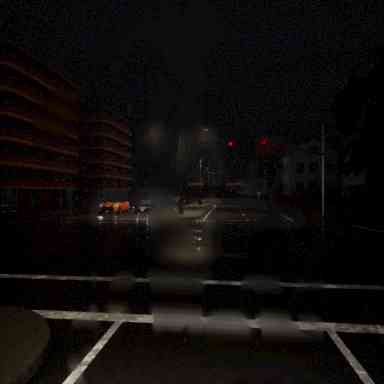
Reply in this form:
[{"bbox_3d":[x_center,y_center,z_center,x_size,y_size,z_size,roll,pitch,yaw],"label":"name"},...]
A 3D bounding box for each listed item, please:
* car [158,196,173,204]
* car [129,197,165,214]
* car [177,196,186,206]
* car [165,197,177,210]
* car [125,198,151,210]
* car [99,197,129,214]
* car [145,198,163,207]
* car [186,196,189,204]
[{"bbox_3d":[-5.062,1.564,63.874,1.994,1.385,4.181,0,0,6],"label":"car"},{"bbox_3d":[-4.590,1.491,34.880,2.128,1.511,4.902,0,0,6],"label":"car"},{"bbox_3d":[-2.684,1.491,53.135,2.128,1.511,4.902,0,0,6],"label":"car"},{"bbox_3d":[-3.634,1.601,44.090,1.895,1.301,4.718,0,0,6],"label":"car"},{"bbox_3d":[-7.120,1.545,44.369,2.033,1.411,5.357,0,0,6],"label":"car"},{"bbox_3d":[-8.105,1.352,34.951,2.097,1.767,4.553,0,0,6],"label":"car"},{"bbox_3d":[-6.124,1.600,53.900,1.895,1.301,4.718,0,0,6],"label":"car"},{"bbox_3d":[-1.631,1.504,63.037,1.837,1.490,4.892,0,0,7],"label":"car"}]
